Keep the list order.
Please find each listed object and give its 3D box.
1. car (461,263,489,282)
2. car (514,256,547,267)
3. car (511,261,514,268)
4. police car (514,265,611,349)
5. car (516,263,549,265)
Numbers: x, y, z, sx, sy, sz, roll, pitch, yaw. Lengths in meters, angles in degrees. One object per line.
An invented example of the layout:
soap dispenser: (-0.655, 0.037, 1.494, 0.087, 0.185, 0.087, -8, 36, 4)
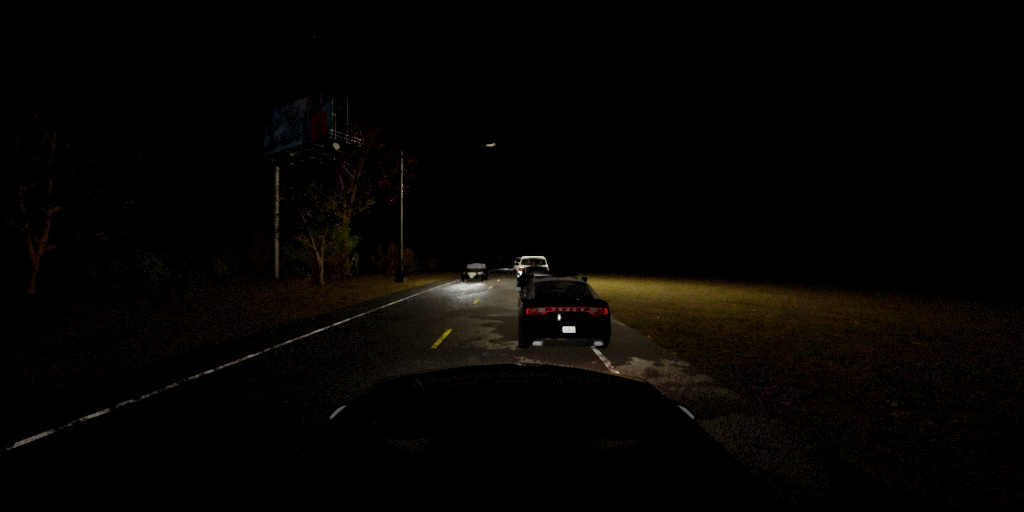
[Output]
car: (-3.015, 1.341, 30.103, 2.128, 1.511, 4.902, 0, 0, 2)
car: (1.445, 1.043, 25.181, 2.150, 2.045, 5.566, 0, 0, 2)
car: (1.393, 1.201, 46.526, 2.150, 2.045, 5.566, 0, 0, 4)
police car: (1.100, 1.184, 9.316, 1.930, 1.638, 5.238, 0, 0, 1)
car: (1.276, 1.295, 19.172, 1.837, 1.490, 4.892, 0, 0, 1)
